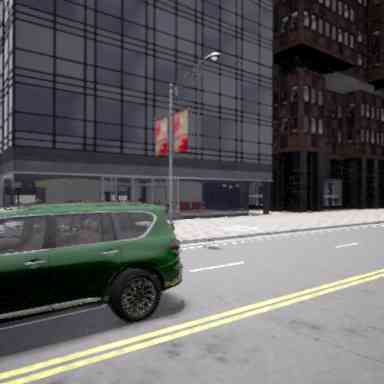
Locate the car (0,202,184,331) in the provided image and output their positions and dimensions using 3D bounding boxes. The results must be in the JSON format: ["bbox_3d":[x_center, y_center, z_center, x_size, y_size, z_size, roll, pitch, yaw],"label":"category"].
[{"bbox_3d":[-2.770,1.225,5.700,5.566,2.045,2.150,0,0,-35],"label":"car"}]

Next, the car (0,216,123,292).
[{"bbox_3d":[-4.436,1.509,8.504,4.892,1.490,1.837,0,0,-35],"label":"car"}]
